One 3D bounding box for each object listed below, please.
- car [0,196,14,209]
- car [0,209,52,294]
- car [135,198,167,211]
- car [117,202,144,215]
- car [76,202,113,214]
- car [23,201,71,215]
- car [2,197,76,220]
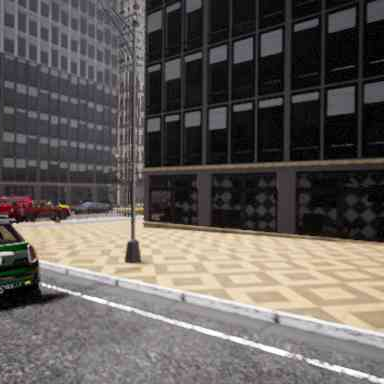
[{"bbox_3d":[-18.112,1.461,31.820,2.150,2.045,5.566,1,0,36],"label":"car"},{"bbox_3d":[-5.537,1.382,7.643,4.553,1.767,2.097,0,0,36],"label":"car"},{"bbox_3d":[-5.893,1.770,48.304,2.097,1.767,4.553,1,0,37],"label":"car"},{"bbox_3d":[-6.304,1.940,38.057,1.752,1.417,4.829,0,0,37],"label":"car"},{"bbox_3d":[-12.022,1.876,40.053,2.033,1.411,5.357,1,0,37],"label":"car"},{"bbox_3d":[-16.599,1.786,38.240,1.752,1.417,4.829,0,0,37],"label":"car"},{"bbox_3d":[-13.119,1.629,28.859,2.192,1.841,5.009,0,0,37],"label":"car"}]
